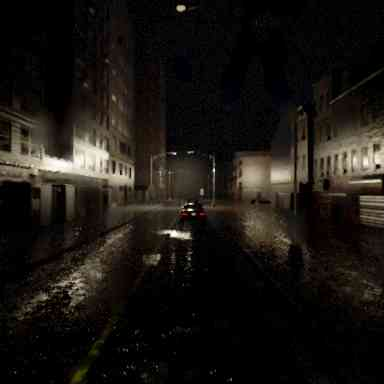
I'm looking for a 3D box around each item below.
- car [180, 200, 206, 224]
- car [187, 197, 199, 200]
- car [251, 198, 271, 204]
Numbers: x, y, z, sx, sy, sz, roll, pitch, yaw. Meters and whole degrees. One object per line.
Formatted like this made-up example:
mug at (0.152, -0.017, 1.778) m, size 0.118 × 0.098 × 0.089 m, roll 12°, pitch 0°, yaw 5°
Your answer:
car at (0.094, 1.558, 25.190) m, size 2.033 × 1.411 × 5.357 m, roll 0°, pitch 0°, yaw 0°
car at (0.089, 1.368, 42.598) m, size 2.097 × 1.767 × 4.553 m, roll 0°, pitch 0°, yaw 0°
car at (13.204, 1.718, 62.501) m, size 4.313 × 1.339 × 1.947 m, roll 0°, pitch -1°, yaw 0°
